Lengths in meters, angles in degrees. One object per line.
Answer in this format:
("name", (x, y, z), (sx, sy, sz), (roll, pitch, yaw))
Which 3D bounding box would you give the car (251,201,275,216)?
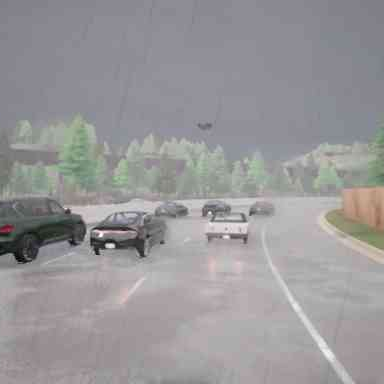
("car", (6.980, 1.609, 32.864), (1.994, 1.385, 4.181), (0, 0, 22))

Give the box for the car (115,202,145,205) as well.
("car", (-6.321, 1.513, 37.768), (1.812, 1.442, 4.674), (0, 0, 22))

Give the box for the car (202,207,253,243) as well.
("car", (1.885, 1.616, 16.303), (1.895, 1.301, 4.718), (0, 0, 11))

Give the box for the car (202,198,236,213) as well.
("car", (2.343, 1.528, 30.608), (1.837, 1.490, 4.892), (0, 0, 20))

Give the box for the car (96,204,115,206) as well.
("car", (-9.811, 1.324, 38.447), (2.097, 1.767, 4.553), (0, 0, 23))

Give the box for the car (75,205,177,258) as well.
("car", (-2.225, 1.487, 12.869), (2.128, 1.511, 4.902), (0, 0, 8))

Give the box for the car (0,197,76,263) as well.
("car", (-5.912, 1.200, 12.053), (2.150, 2.045, 5.566), (0, 0, 7))

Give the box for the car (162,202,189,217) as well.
("car", (-1.741, 1.568, 29.513), (1.994, 1.385, 4.181), (0, 0, 18))
